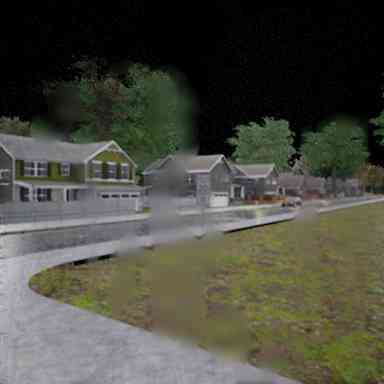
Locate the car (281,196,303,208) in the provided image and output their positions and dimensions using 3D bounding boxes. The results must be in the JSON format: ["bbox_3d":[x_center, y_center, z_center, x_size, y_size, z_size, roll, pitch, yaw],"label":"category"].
[{"bbox_3d":[14.115,1.408,46.793,1.837,1.490,4.892,0,0,35],"label":"car"}]
